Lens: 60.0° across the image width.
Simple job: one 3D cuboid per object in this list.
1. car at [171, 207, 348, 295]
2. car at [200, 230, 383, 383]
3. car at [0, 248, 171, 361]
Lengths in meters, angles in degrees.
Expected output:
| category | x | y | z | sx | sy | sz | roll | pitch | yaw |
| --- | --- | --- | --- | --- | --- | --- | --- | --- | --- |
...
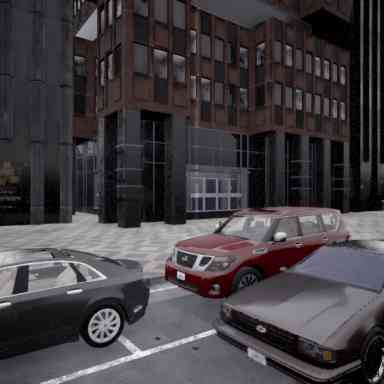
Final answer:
| category | x | y | z | sx | sy | sz | roll | pitch | yaw |
| --- | --- | --- | --- | --- | --- | --- | --- | --- | --- |
| car | 1.831 | 1.315 | 7.951 | 5.009 | 1.841 | 2.192 | 0 | 0 | -35 |
| car | 2.928 | 1.548 | 5.466 | 5.357 | 1.411 | 2.033 | 0 | 0 | -35 |
| car | -2.737 | 1.551 | 4.695 | 4.403 | 1.369 | 2.008 | 0 | 0 | -35 |
